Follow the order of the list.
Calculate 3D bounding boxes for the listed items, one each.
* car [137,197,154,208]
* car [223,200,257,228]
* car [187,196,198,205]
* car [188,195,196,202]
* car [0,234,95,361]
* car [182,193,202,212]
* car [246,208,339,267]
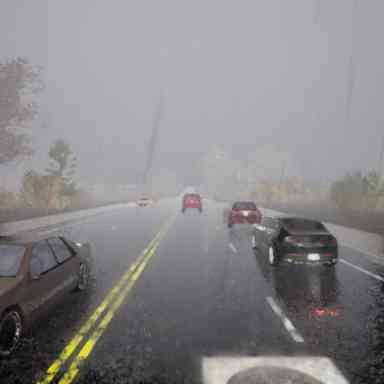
[{"bbox_3d":[-6.489,1.461,46.403,1.882,1.535,5.008,0,0,0],"label":"car"},{"bbox_3d":[3.256,1.329,22.285,2.097,1.767,4.553,0,0,0],"label":"car"},{"bbox_3d":[0.112,1.444,56.772,1.812,1.442,4.674,0,0,0],"label":"car"},{"bbox_3d":[0.017,1.366,73.741,1.882,1.535,5.008,0,0,0],"label":"car"},{"bbox_3d":[-3.347,1.543,6.159,2.033,1.411,5.357,0,0,0],"label":"car"},{"bbox_3d":[0.003,1.171,38.635,2.150,2.045,5.566,0,0,0],"label":"car"},{"bbox_3d":[3.253,1.494,11.315,1.837,1.490,4.892,0,0,0],"label":"car"}]
